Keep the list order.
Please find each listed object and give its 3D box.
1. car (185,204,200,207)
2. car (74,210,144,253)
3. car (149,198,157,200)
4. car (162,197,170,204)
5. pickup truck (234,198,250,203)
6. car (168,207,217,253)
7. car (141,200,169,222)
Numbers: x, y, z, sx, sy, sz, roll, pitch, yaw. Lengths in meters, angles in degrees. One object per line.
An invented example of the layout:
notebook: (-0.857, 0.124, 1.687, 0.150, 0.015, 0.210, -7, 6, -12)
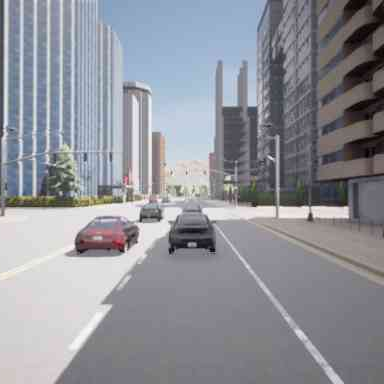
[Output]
car: (0.021, 1.802, 29.374, 1.812, 1.442, 4.674, 0, 0, 0)
car: (-3.488, 1.700, 14.321, 1.994, 1.385, 4.181, 0, 0, 0)
car: (-10.458, 2.313, 89.106, 1.882, 1.535, 5.008, 0, -1, 0)
car: (-6.958, 2.191, 89.135, 2.097, 1.767, 4.553, 0, -1, 0)
pickup truck: (13.163, 1.883, 87.895, 2.390, 2.098, 6.274, 0, -1, 31)
car: (0.011, 1.643, 14.299, 1.837, 1.490, 4.892, 0, 0, 0)
car: (-3.507, 1.768, 29.304, 2.128, 1.511, 4.902, 0, 0, -1)
